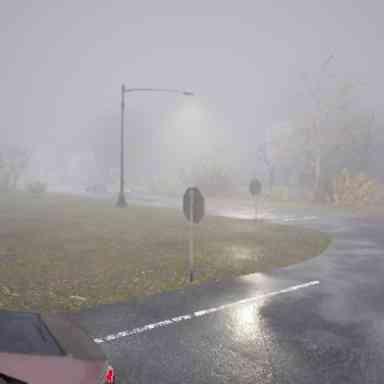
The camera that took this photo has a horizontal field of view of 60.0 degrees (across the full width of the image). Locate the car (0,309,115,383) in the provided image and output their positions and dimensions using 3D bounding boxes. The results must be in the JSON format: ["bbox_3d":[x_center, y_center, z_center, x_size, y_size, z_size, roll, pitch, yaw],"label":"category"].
[{"bbox_3d":[-2.582,1.570,2.028,4.181,1.385,1.994,0,0,-35],"label":"car"}]

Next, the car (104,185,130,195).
[{"bbox_3d":[-11.494,-0.196,51.982,1.895,1.301,4.718,0,2,-36],"label":"car"}]

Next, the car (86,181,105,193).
[{"bbox_3d":[-17.314,-0.898,60.104,2.150,2.045,5.566,0,2,-36],"label":"car"}]
